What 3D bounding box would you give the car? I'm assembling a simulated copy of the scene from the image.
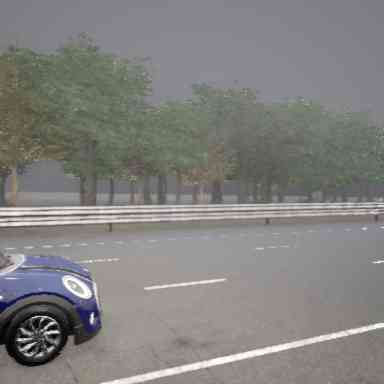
[{"bbox_3d":[-3.621,1.306,4.586,4.553,1.767,2.097,0,0,-23],"label":"car"}]
